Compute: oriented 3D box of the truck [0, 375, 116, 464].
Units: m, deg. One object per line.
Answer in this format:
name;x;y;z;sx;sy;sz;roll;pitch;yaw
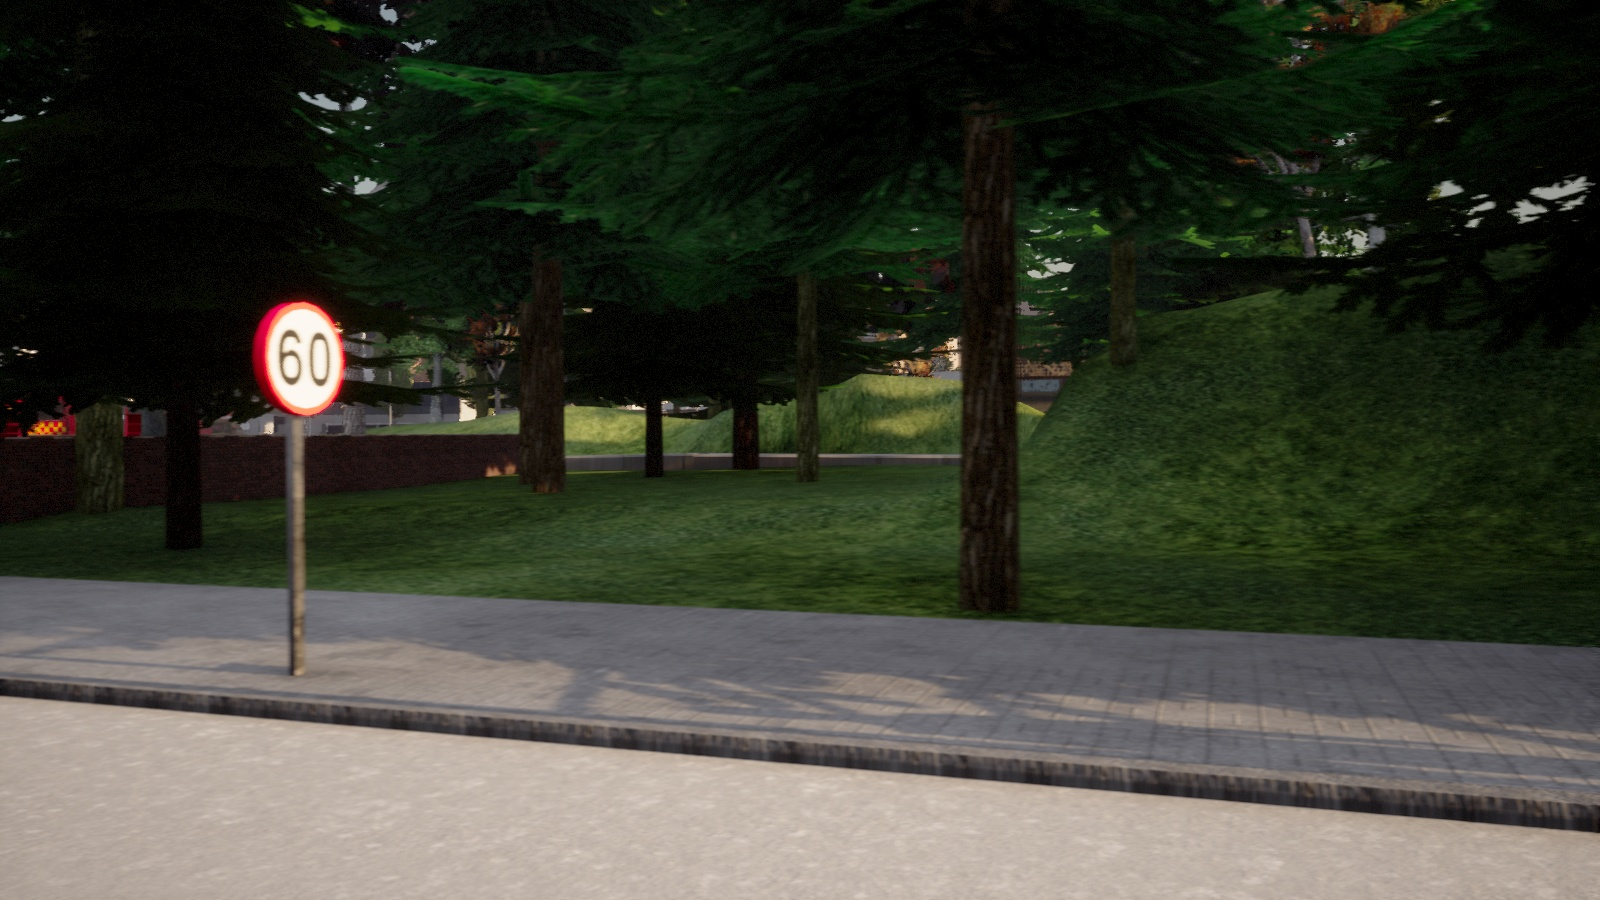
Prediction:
truck;-35.250;-1.358;56.130;2.891;3.827;8.468;1;1;19
